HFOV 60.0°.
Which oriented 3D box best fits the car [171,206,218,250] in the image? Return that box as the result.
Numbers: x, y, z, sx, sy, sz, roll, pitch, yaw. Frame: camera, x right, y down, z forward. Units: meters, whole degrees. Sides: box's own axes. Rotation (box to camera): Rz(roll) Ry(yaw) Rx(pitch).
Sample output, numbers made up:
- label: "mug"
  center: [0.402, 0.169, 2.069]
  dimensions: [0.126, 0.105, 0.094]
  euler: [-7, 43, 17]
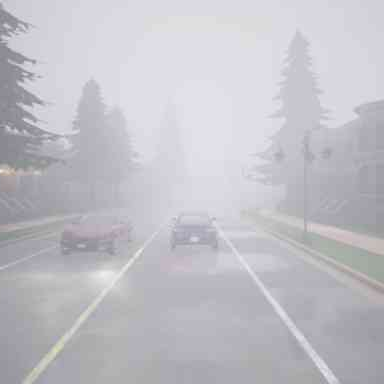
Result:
- label: "car"
  center: [0.085, 1.532, 14.299]
  dimensions: [1.812, 1.442, 4.674]
  euler: [0, 0, 0]

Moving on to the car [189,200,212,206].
- label: "car"
  center: [0.656, 1.616, 34.367]
  dimensions: [1.895, 1.301, 4.718]
  euler: [0, 0, 7]

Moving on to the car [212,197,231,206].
- label: "car"
  center: [4.834, 1.515, 55.803]
  dimensions: [2.128, 1.511, 4.902]
  euler: [0, 0, 33]

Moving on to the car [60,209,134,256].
- label: "car"
  center: [-3.592, 1.483, 13.343]
  dimensions: [1.882, 1.535, 5.008]
  euler: [0, 0, 0]
